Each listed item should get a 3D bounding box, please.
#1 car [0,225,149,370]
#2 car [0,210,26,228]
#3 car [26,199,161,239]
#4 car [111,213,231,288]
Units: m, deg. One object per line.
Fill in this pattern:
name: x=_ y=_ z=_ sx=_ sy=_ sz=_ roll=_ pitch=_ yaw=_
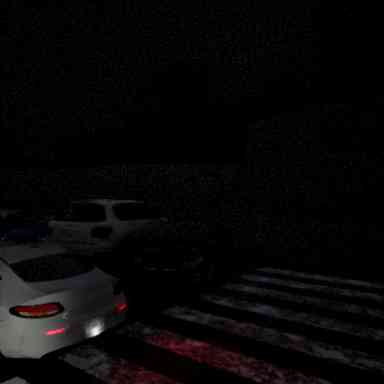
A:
car: x=-3.111 y=1.534 z=5.597 sx=4.674 sy=1.442 sz=1.812 roll=0 pitch=0 yaw=36
car: x=-4.897 y=1.516 z=12.988 sx=2.097 sy=1.535 sz=5.008 roll=0 pitch=-1 yaw=16
car: x=-2.471 y=1.255 z=11.285 sx=2.435 sy=2.045 sz=5.566 roll=0 pitch=-1 yaw=16
car: x=-0.039 y=1.500 z=9.525 sx=2.231 sy=1.521 sz=4.892 roll=0 pitch=-1 yaw=15
